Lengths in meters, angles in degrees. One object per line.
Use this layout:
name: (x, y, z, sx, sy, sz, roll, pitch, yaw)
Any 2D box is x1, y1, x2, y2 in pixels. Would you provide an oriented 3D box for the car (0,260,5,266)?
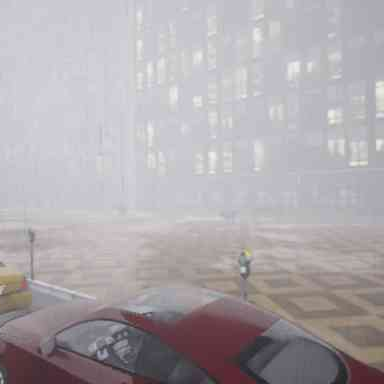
car: (-5.018, 1.529, 6.473, 4.829, 1.417, 1.752, 0, -1, 36)

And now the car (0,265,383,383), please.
car: (-0.348, 1.583, 3.137, 4.206, 1.307, 1.802, 0, -1, 36)
